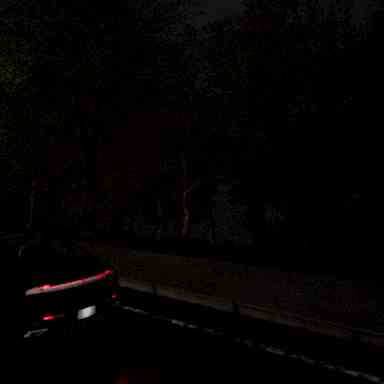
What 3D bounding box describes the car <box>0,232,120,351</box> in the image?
[{"bbox_3d":[-3.474,1.498,6.164,4.902,1.511,2.128,0,0,36],"label":"car"}]
